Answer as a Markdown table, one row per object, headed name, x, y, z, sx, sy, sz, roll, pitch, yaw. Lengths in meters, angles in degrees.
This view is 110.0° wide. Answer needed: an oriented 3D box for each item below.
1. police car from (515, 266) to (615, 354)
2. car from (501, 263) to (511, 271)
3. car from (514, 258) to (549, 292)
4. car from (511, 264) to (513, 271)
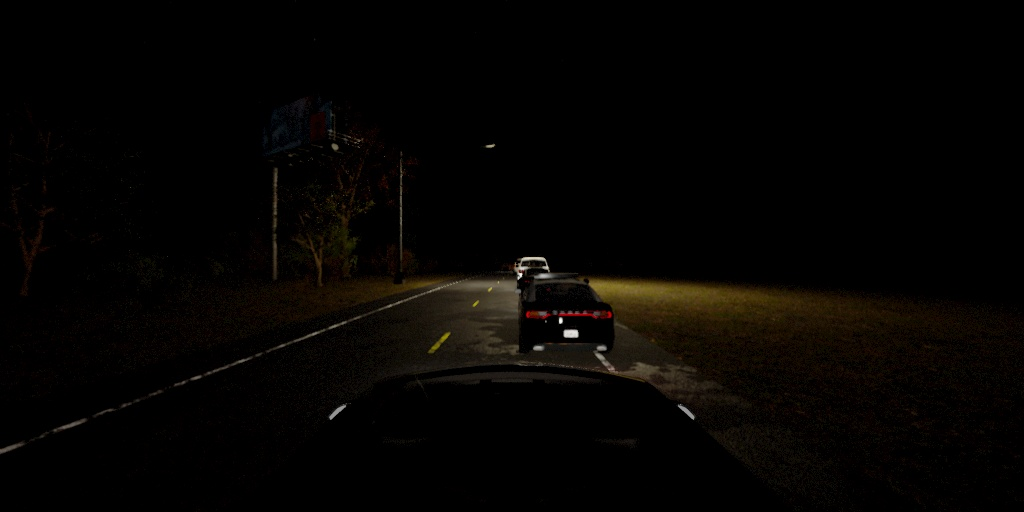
| name | x | y | z | sx | sy | sz | roll | pitch | yaw |
| --- | --- | --- | --- | --- | --- | --- | --- | --- | --- |
| police car | 1.099 | 1.221 | 9.072 | 1.930 | 1.638 | 5.238 | 0 | 0 | 1 |
| car | -0.898 | 1.925 | 63.739 | 1.882 | 1.535 | 5.008 | 0 | -1 | 5 |
| car | 1.447 | 1.160 | 24.937 | 2.150 | 2.045 | 5.566 | 0 | -1 | 2 |
| car | 1.398 | 1.425 | 46.281 | 2.150 | 2.045 | 5.566 | 0 | -1 | 4 |
